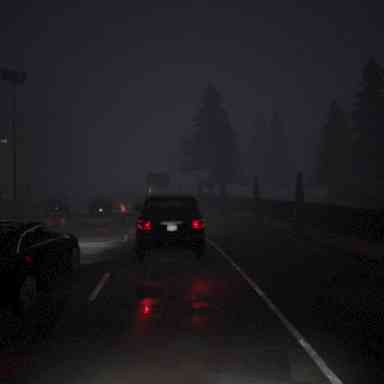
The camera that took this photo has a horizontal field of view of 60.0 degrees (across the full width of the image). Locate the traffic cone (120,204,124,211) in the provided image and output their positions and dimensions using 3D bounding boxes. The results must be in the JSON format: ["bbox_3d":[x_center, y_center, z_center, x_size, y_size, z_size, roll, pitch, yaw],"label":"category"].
[{"bbox_3d":[-6.090,1.534,30.015,0.340,0.580,0.340,0,1,-16],"label":"traffic cone"}]

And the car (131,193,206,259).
[{"bbox_3d":[-0.879,1.052,12.089,2.150,2.045,5.566,0,1,-7],"label":"car"}]

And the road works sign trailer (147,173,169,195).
[{"bbox_3d":[-3.126,-0.022,31.461,2.380,3.560,2.880,1,-1,29],"label":"road works sign trailer"}]

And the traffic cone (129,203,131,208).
[{"bbox_3d":[-6.760,1.449,36.061,0.340,0.580,0.340,0,1,-16],"label":"traffic cone"}]

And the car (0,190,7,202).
[{"bbox_3d":[-30.124,0.659,51.540,2.097,1.767,4.553,-1,1,-33],"label":"car"}]

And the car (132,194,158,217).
[{"bbox_3d":[-3.998,1.075,27.729,1.882,1.535,5.008,-1,2,-11],"label":"car"}]

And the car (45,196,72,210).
[{"bbox_3d":[-11.785,1.087,29.454,2.128,1.511,4.902,0,1,-17],"label":"car"}]

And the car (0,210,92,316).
[{"bbox_3d":[-3.888,1.392,7.217,2.128,1.511,4.902,0,1,-4],"label":"car"}]

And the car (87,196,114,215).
[{"bbox_3d":[-7.709,1.114,28.082,1.837,1.490,4.892,0,1,-15],"label":"car"}]
